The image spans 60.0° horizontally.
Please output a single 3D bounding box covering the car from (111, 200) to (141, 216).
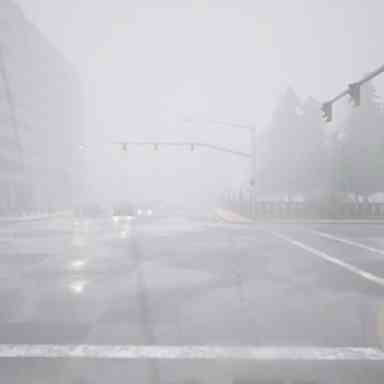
[{"bbox_3d":[-7.081,1.837,35.684,1.994,1.385,4.181,0,0,0],"label":"car"}]

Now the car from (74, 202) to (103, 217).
[{"bbox_3d":[-10.584,1.752,34.174,2.128,1.511,4.902,0,0,0],"label":"car"}]

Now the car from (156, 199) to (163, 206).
[{"bbox_3d":[-6.975,2.126,67.806,1.895,1.301,4.718,0,0,0],"label":"car"}]

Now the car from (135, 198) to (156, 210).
[{"bbox_3d":[-7.065,1.991,50.951,1.895,1.301,4.718,0,0,0],"label":"car"}]
